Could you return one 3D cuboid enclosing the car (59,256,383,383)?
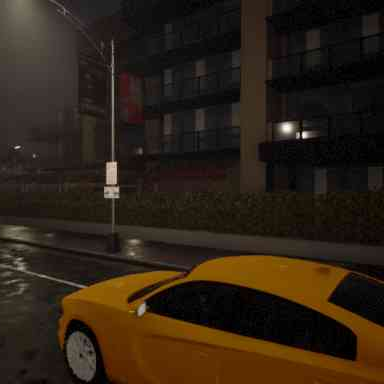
[{"bbox_3d":[0.574,1.477,3.651,5.008,1.535,1.882,0,0,35],"label":"car"}]
